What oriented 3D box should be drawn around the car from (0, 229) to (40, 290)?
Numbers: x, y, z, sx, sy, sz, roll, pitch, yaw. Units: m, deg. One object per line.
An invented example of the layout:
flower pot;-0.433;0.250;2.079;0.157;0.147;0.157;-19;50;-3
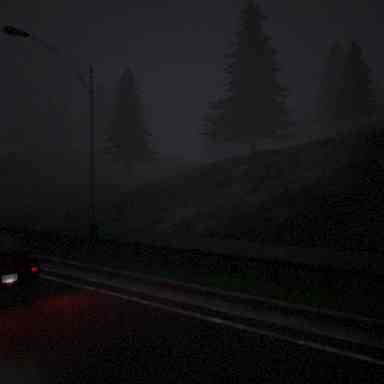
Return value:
car;-5.439;1.529;7.853;4.674;1.442;1.812;0;0;35
